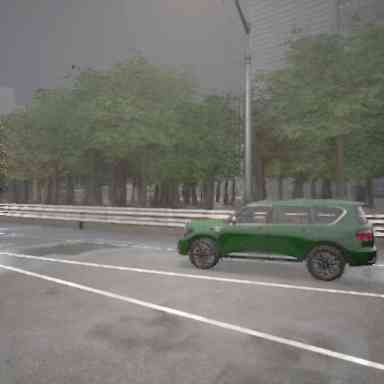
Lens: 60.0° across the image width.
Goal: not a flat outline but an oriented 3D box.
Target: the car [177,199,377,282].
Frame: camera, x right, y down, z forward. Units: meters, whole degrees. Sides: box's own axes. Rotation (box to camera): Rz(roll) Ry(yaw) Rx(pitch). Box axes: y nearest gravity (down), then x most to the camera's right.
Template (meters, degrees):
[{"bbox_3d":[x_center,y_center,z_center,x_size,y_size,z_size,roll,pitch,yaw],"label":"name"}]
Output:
[{"bbox_3d":[2.344,1.243,9.914,5.566,2.045,2.150,0,0,22],"label":"car"}]
